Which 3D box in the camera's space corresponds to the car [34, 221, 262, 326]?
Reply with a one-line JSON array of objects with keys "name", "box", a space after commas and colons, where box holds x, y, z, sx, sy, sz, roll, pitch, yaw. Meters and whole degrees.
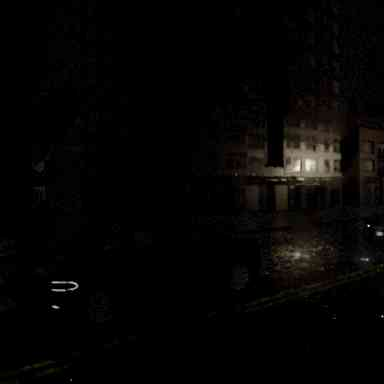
[{"name": "car", "box": [-0.676, 1.440, 7.198, 5.008, 1.535, 1.882, -1, 0, -35]}]

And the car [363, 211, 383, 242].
[{"name": "car", "box": [9.241, 1.324, 14.264, 4.902, 1.511, 2.128, -1, 0, -35]}]
